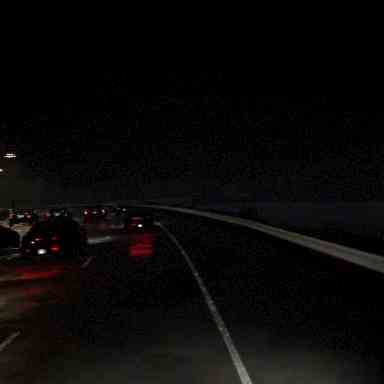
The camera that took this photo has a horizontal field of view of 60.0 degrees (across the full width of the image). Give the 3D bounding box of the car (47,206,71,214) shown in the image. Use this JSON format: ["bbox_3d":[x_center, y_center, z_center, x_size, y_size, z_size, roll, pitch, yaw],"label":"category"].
[{"bbox_3d":[-13.488,2.253,33.858,2.097,1.767,4.553,-3,0,-16],"label":"car"}]

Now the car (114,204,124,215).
[{"bbox_3d":[-9.095,2.241,43.548,1.994,1.385,4.181,-3,0,-18],"label":"car"}]

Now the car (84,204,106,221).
[{"bbox_3d":[-9.775,2.034,33.555,2.097,1.767,4.553,-3,0,-15],"label":"car"}]

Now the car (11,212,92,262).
[{"bbox_3d":[-5.723,1.888,14.238,1.837,1.490,4.892,-2,0,-9],"label":"car"}]

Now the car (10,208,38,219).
[{"bbox_3d":[-17.230,2.473,34.236,2.097,1.767,4.553,-3,0,-16],"label":"car"}]

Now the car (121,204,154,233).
[{"bbox_3d":[-3.622,1.792,22.409,1.837,1.490,4.892,-2,0,-12],"label":"car"}]

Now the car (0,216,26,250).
[{"bbox_3d":[-9.410,2.126,15.052,1.812,1.442,4.674,-3,0,-9],"label":"car"}]
